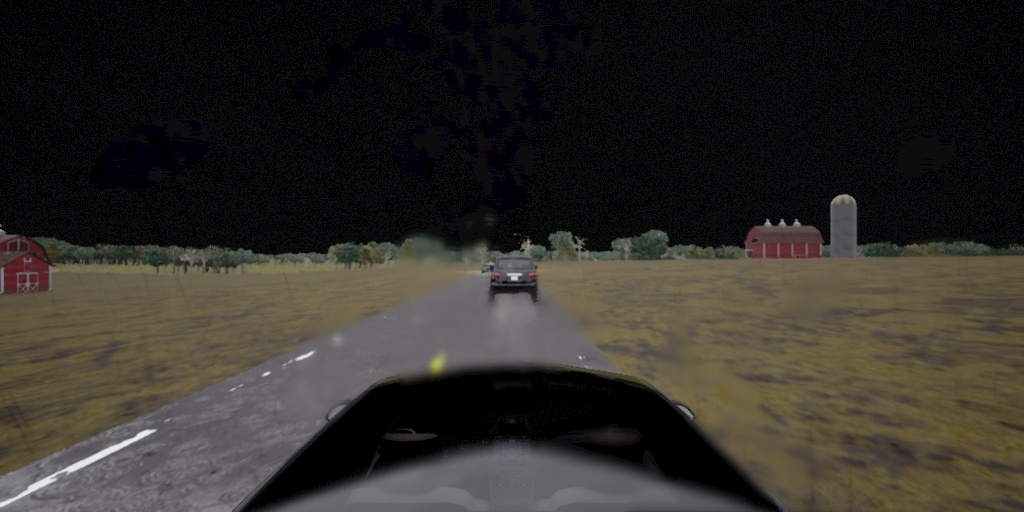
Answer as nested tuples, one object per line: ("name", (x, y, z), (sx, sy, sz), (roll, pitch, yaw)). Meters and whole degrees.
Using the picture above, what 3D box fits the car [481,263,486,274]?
("car", (-2.739, 1.513, 45.096), (1.994, 1.385, 4.181), (0, 0, 0))

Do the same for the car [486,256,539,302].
("car", (0.106, 1.005, 17.470), (2.150, 2.045, 5.566), (0, 0, 0))
